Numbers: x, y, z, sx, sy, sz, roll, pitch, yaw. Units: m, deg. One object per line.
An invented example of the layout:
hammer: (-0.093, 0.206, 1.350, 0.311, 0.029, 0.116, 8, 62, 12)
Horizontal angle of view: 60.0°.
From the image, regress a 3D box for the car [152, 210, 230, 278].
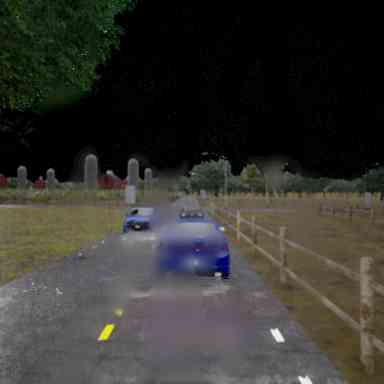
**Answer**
car: (0.047, 1.550, 10.376, 1.882, 1.535, 5.008, 0, 0, 0)

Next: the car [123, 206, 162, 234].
car: (-2.922, 1.614, 20.409, 1.882, 1.535, 5.008, 0, 0, 0)

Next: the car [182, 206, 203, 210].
car: (-0.005, 1.774, 27.010, 1.895, 1.301, 4.718, 0, 0, 0)
